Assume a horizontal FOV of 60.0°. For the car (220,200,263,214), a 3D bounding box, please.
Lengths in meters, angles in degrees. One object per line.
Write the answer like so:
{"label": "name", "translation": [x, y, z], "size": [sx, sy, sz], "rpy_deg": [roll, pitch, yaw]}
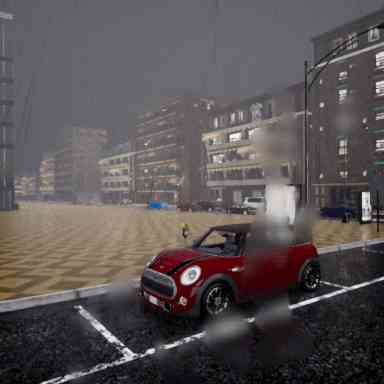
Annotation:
{"label": "car", "translation": [5.679, 1.968, 38.002], "size": [2.008, 1.369, 4.403], "rpy_deg": [-2, 0, -36]}

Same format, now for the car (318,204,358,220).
{"label": "car", "translation": [13.985, 1.809, 31.199], "size": [1.994, 1.385, 4.181], "rpy_deg": [-1, 0, -36]}

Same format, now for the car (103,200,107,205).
{"label": "car", "translation": [-23.399, 2.797, 92.590], "size": [1.887, 1.381, 4.507], "rpy_deg": [-2, 0, -36]}

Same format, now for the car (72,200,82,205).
{"label": "car", "translation": [-30.183, 2.862, 87.670], "size": [1.887, 1.381, 4.507], "rpy_deg": [-2, 0, -36]}

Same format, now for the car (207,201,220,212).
{"label": "car", "translation": [2.329, 2.039, 47.290], "size": [1.837, 1.490, 4.892], "rpy_deg": [-1, 0, -36]}

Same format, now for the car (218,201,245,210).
{"label": "car", "translation": [6.092, 2.097, 52.062], "size": [1.802, 1.307, 4.206], "rpy_deg": [-2, 0, -36]}

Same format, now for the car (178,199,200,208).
{"label": "car", "translation": [-0.511, 2.119, 61.034], "size": [1.967, 1.590, 4.097], "rpy_deg": [-2, 0, -36]}

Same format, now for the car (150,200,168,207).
{"label": "car", "translation": [-7.050, 2.424, 70.048], "size": [1.802, 1.307, 4.206], "rpy_deg": [-2, 0, -36]}

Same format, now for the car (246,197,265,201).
{"label": "car", "translation": [8.443, 1.605, 38.840], "size": [2.150, 2.045, 5.566], "rpy_deg": [-1, -1, -36]}

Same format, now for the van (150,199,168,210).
{"label": "van", "translation": [-5.334, 2.034, 53.353], "size": [1.690, 1.788, 3.998], "rpy_deg": [-2, 0, -36]}

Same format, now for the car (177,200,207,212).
{"label": "car", "translation": [-0.407, 2.114, 46.472], "size": [1.887, 1.381, 4.507], "rpy_deg": [-2, 0, -36]}

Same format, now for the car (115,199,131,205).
{"label": "car", "translation": [-16.863, 2.528, 83.573], "size": [1.967, 1.590, 4.097], "rpy_deg": [-2, 0, -36]}

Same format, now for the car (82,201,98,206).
{"label": "car", "translation": [-23.644, 2.703, 78.654], "size": [2.008, 1.369, 4.403], "rpy_deg": [-2, 0, -36]}

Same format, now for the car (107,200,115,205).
{"label": "car", "translation": [-20.129, 2.736, 88.081], "size": [1.947, 1.339, 4.313], "rpy_deg": [-2, 0, -36]}

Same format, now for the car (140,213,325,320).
{"label": "car", "translation": [0.912, 1.439, 7.223], "size": [4.097, 1.590, 1.967], "rpy_deg": [0, 0, -36]}

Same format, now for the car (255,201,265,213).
{"label": "car", "translation": [8.949, 1.887, 33.494], "size": [2.008, 1.369, 4.403], "rpy_deg": [-2, 0, -36]}
